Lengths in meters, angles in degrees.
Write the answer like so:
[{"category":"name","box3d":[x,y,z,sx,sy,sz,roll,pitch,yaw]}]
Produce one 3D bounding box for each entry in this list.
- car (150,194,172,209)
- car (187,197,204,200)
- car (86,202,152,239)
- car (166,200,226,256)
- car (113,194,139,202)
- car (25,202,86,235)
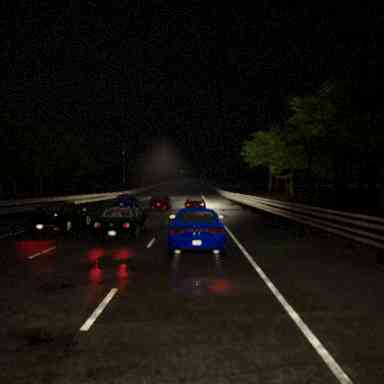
[{"category":"car","box3d":[-3.165,0.970,34.032,1.882,1.535,5.008,0,1,0]},{"category":"car","box3d":[0.313,1.141,31.132,1.895,1.301,4.718,0,1,0]},{"category":"car","box3d":[-3.292,1.379,16.014,1.895,1.301,4.718,0,1,0]},{"category":"car","box3d":[0.172,1.308,12.384,1.882,1.535,5.008,0,1,1]},{"category":"car","box3d":[-6.665,0.970,34.013,1.882,1.535,5.008,0,1,0]},{"category":"car","box3d":[-6.784,1.264,17.292,1.837,1.490,4.892,0,1,0]}]
